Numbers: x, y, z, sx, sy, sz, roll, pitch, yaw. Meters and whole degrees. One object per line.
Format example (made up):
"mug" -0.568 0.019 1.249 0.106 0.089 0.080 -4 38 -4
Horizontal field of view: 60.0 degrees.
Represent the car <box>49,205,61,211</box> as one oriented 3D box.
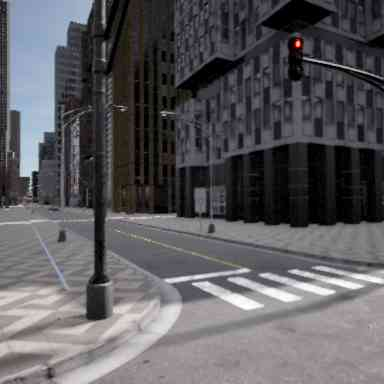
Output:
"car" -35.291 4.380 86.558 1.895 1.301 4.718 0 -2 -27
